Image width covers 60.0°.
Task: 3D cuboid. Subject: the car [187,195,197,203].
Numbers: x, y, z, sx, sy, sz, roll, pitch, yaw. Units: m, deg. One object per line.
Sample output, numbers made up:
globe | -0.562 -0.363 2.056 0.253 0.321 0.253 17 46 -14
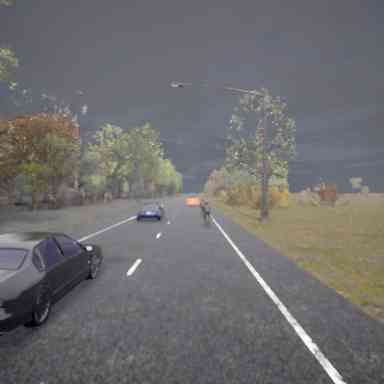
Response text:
car | 0.052 1.463 74.132 2.097 1.767 4.553 0 0 0

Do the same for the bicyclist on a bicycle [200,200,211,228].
bicyclist on a bicycle | 0.980 1.483 21.598 0.582 1.620 1.656 0 0 0

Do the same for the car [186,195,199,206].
car | 0.128 1.430 54.895 2.097 1.767 4.553 0 0 0

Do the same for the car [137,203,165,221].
car | -3.382 1.603 27.979 1.994 1.385 4.181 0 0 0

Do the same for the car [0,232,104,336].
car | -3.395 1.557 6.935 2.033 1.411 5.357 0 0 0
